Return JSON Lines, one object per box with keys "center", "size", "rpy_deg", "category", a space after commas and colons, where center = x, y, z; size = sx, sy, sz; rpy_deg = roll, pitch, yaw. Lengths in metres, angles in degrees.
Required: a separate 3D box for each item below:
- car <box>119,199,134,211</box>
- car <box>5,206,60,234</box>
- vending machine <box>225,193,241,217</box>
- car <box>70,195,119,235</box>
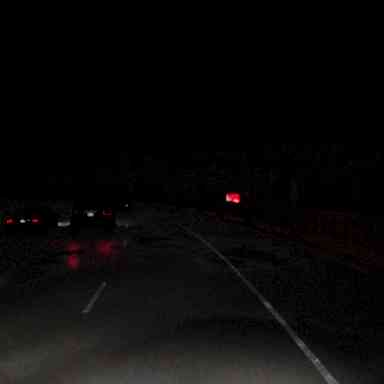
{"center": [-8.156, 1.512, 39.565], "size": [1.994, 1.385, 4.181], "rpy_deg": [0, 0, -22], "category": "car"}
{"center": [-9.109, 1.533, 19.350], "size": [2.033, 1.411, 5.357], "rpy_deg": [0, 0, -12], "category": "car"}
{"center": [3.668, 1.134, 29.763], "size": [1.100, 2.100, 0.880], "rpy_deg": [0, 0, -16], "category": "vending machine"}
{"center": [-5.487, 1.199, 18.944], "size": [2.150, 2.045, 5.566], "rpy_deg": [0, 0, -11], "category": "car"}
